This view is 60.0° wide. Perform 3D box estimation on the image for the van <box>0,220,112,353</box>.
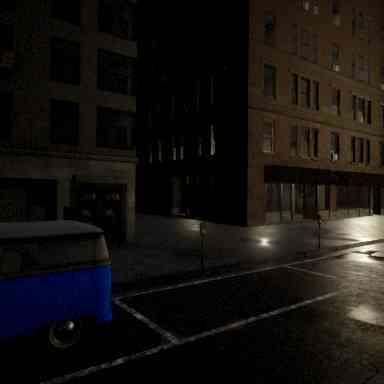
[{"bbox_3d":[-3.114,1.341,4.531,3.998,1.788,1.690,0,1,-36],"label":"van"}]
